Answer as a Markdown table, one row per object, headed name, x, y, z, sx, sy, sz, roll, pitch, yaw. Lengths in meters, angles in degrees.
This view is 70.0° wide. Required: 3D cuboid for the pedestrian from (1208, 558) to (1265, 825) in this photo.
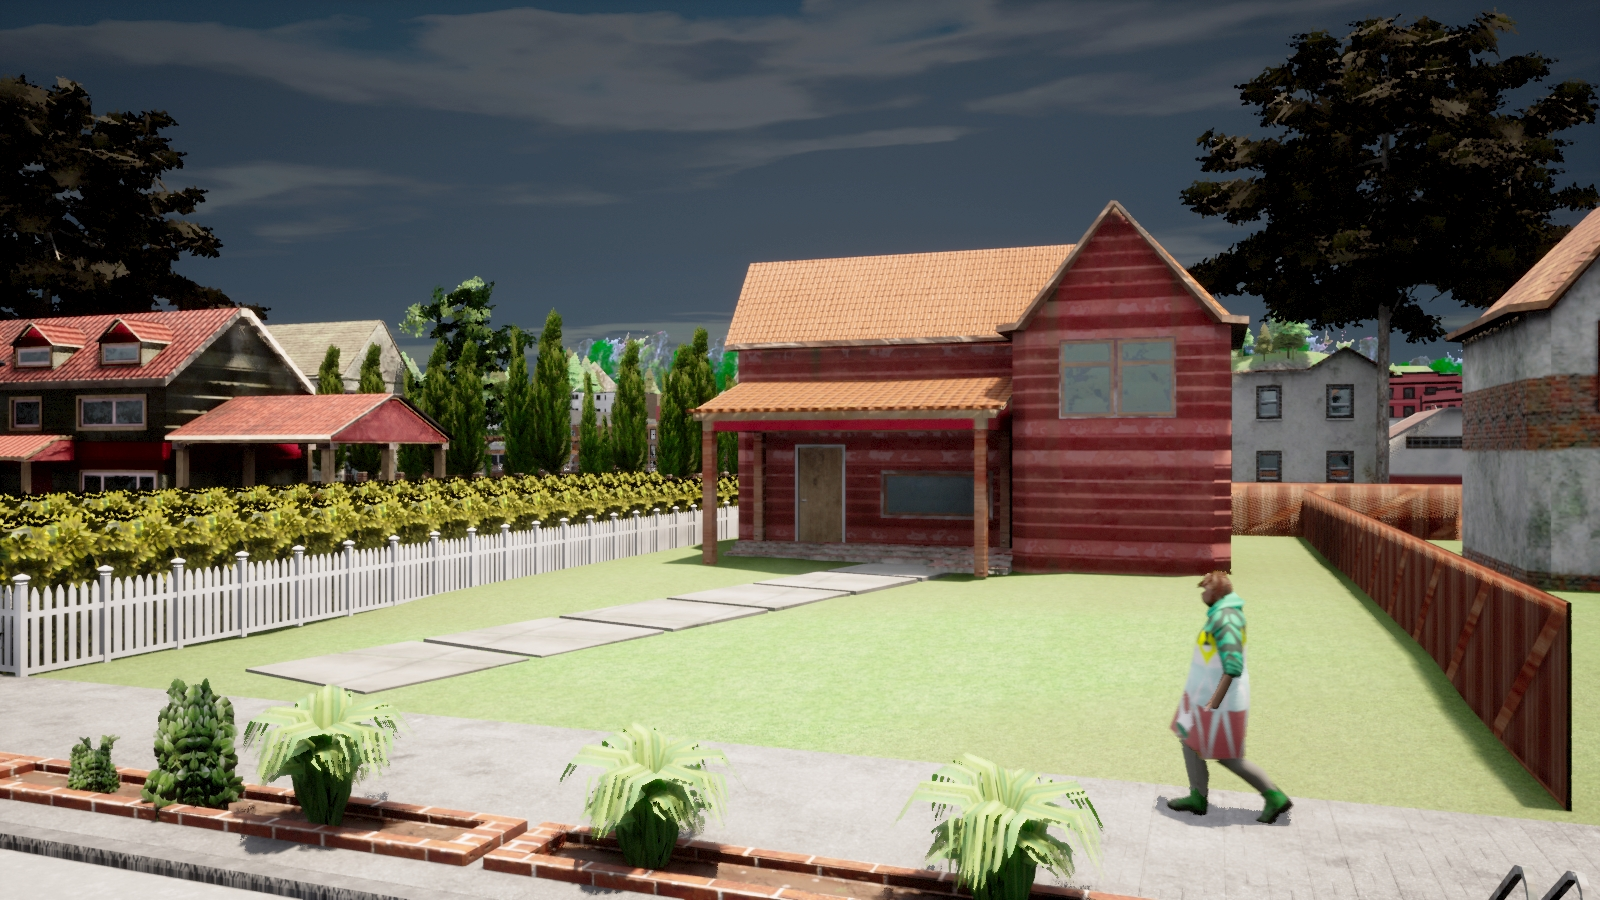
| name | x | y | z | sx | sy | sz | roll | pitch | yaw |
| --- | --- | --- | --- | --- | --- | --- | --- | --- | --- |
| pedestrian | 3.195 | 1.744 | 8.379 | 0.375 | 1.860 | 0.375 | 0 | 0 | 20 |
